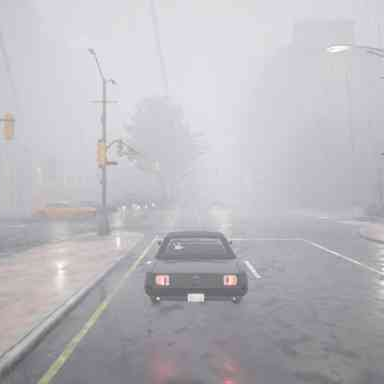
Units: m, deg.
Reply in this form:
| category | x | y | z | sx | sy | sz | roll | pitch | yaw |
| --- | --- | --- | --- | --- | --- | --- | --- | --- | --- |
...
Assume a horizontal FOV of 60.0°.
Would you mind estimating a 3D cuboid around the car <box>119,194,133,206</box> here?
| category | x | y | z | sx | sy | sz | roll | pitch | yaw |
| --- | --- | --- | --- | --- | --- | --- | --- | --- | --- |
| car | -11.576 | 1.526 | 55.116 | 1.812 | 1.442 | 4.674 | 0 | 0 | 0 |

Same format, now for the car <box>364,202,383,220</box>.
| category | x | y | z | sx | sy | sz | roll | pitch | yaw |
| --- | --- | --- | --- | --- | --- | --- | --- | --- | --- |
| car | 16.336 | 1.491 | 26.453 | 4.902 | 1.511 | 2.128 | 0 | 0 | 0 |

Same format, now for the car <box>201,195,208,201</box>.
| category | x | y | z | sx | sy | sz | roll | pitch | yaw |
| --- | --- | --- | --- | --- | --- | --- | --- | --- | --- |
| car | 3.519 | 1.521 | 87.683 | 2.128 | 1.511 | 4.902 | 0 | 0 | 0 |

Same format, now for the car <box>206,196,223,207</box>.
| category | x | y | z | sx | sy | sz | roll | pitch | yaw |
| --- | --- | --- | --- | --- | --- | --- | --- | --- | --- |
| car | 3.659 | 1.601 | 51.240 | 1.895 | 1.301 | 4.718 | 0 | 0 | -1 |

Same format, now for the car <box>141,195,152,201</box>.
| category | x | y | z | sx | sy | sz | roll | pitch | yaw |
| --- | --- | --- | --- | --- | --- | --- | --- | --- | --- |
| car | -11.482 | 1.525 | 84.646 | 2.128 | 1.511 | 4.902 | 0 | 0 | 0 |

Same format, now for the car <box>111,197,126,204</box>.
| category | x | y | z | sx | sy | sz | roll | pitch | yaw |
| --- | --- | --- | --- | --- | --- | --- | --- | --- | --- |
| car | -14.735 | 1.595 | 66.823 | 1.895 | 1.301 | 4.718 | 0 | 0 | 0 |

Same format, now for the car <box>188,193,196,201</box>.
| category | x | y | z | sx | sy | sz | roll | pitch | yaw |
| --- | --- | --- | --- | --- | --- | --- | --- | --- | --- |
| car | 0.018 | 1.218 | 86.464 | 2.150 | 2.045 | 5.566 | 0 | 0 | 0 |

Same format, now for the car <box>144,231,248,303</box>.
| category | x | y | z | sx | sy | sz | roll | pitch | yaw |
| --- | --- | --- | --- | --- | --- | --- | --- | --- | --- |
| car | 0.076 | 1.601 | 8.166 | 1.895 | 1.301 | 4.718 | 0 | 0 | 0 |

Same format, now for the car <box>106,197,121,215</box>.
| category | x | y | z | sx | sy | sz | roll | pitch | yaw |
| --- | --- | --- | --- | --- | --- | --- | --- | --- | --- |
| car | -10.231 | 1.547 | 33.221 | 5.357 | 1.411 | 2.033 | 0 | 0 | -21 |

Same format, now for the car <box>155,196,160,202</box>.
| category | x | y | z | sx | sy | sz | roll | pitch | yaw |
| --- | --- | --- | --- | --- | --- | --- | --- | --- | --- |
| car | -8.016 | 1.564 | 65.750 | 1.994 | 1.385 | 4.181 | 0 | 0 | 1 |

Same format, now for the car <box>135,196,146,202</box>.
| category | x | y | z | sx | sy | sz | roll | pitch | yaw |
| --- | --- | --- | --- | --- | --- | --- | --- | --- | --- |
| car | -11.484 | 1.553 | 74.412 | 1.994 | 1.385 | 4.181 | 0 | 0 | 0 |

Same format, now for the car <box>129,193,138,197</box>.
| category | x | y | z | sx | sy | sz | roll | pitch | yaw |
| --- | --- | --- | --- | --- | --- | --- | --- | --- | --- |
| car | -11.524 | 1.221 | 64.528 | 2.150 | 2.045 | 5.566 | 0 | 0 | 1 |

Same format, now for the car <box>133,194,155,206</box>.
| category | x | y | z | sx | sy | sz | roll | pitch | yaw |
| --- | --- | --- | --- | --- | --- | --- | --- | --- | --- |
| car | -8.076 | 1.547 | 56.514 | 2.033 | 1.411 | 5.357 | 0 | 0 | 0 |

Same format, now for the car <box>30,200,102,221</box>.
| category | x | y | z | sx | sy | sz | roll | pitch | yaw |
| --- | --- | --- | --- | --- | --- | --- | --- | --- | --- |
| car | -10.060 | 1.477 | 26.312 | 5.008 | 1.535 | 1.882 | 0 | 0 | 0 |
